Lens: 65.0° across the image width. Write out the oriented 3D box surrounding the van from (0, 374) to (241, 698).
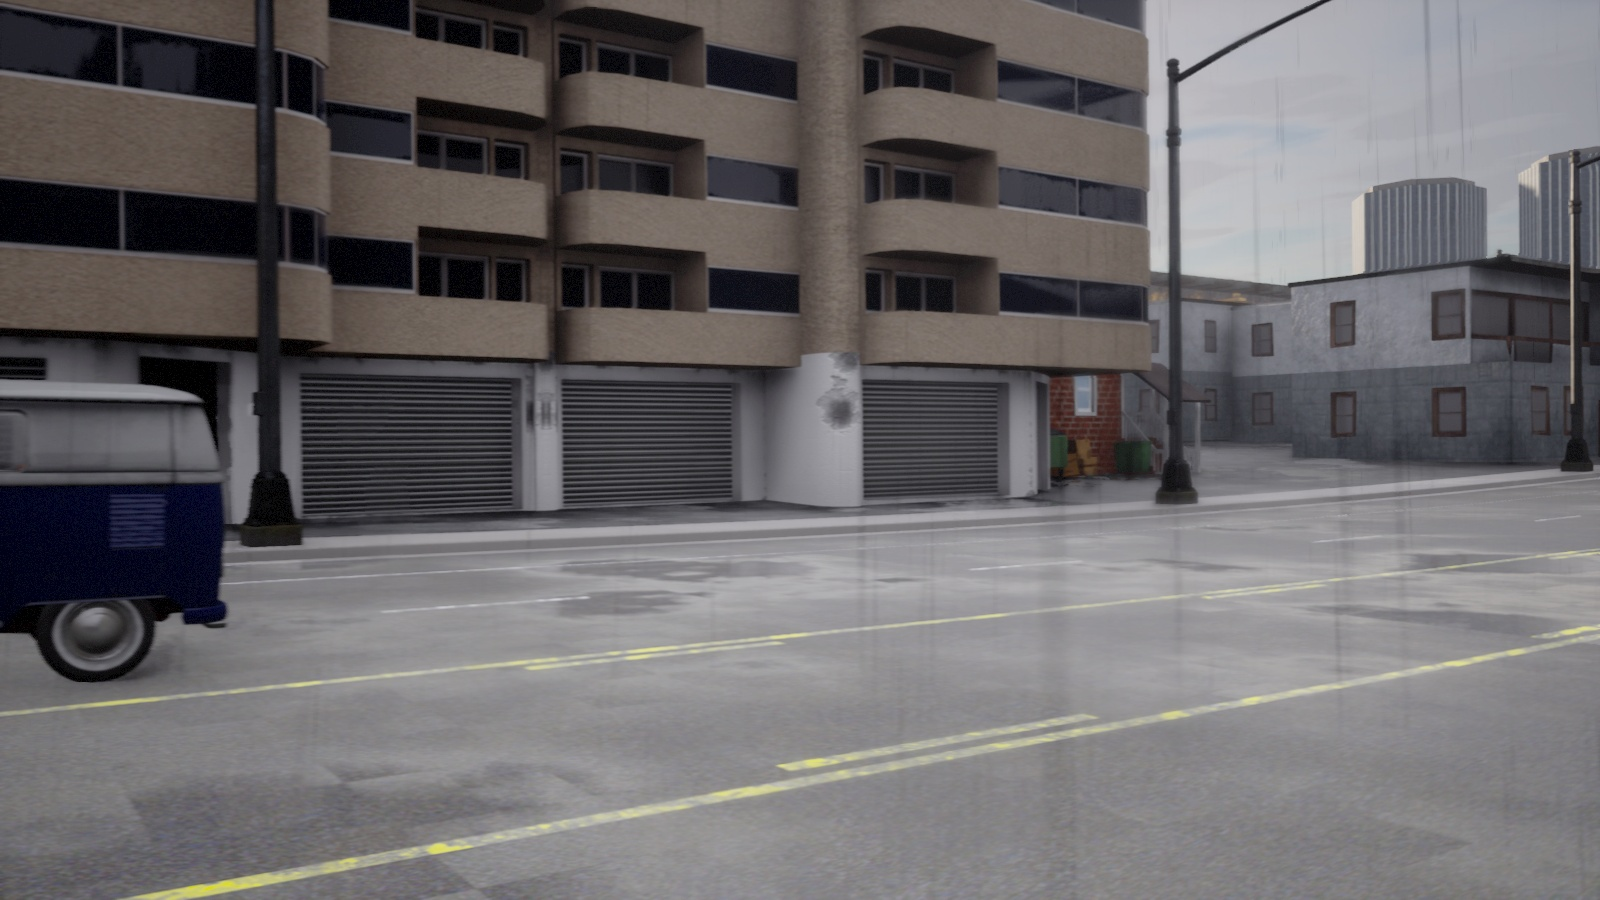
[{"bbox_3d":[-6.106,0.530,7.939,4.442,1.987,1.775,0,0,-35],"label":"van"}]
